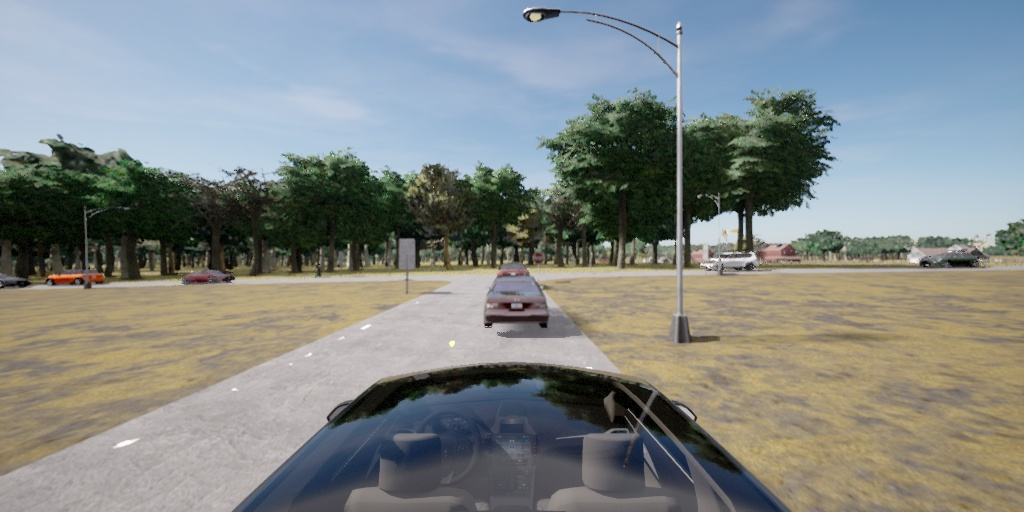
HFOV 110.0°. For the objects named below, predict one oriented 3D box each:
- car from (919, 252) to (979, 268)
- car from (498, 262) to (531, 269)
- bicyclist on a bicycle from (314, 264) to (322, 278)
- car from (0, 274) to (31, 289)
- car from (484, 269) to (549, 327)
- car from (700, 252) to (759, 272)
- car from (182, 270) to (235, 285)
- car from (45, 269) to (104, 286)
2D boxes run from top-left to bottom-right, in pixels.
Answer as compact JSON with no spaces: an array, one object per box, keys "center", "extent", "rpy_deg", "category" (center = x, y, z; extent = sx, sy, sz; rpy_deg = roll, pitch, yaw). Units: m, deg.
[{"center":[46.919,0.392,38.576],"extent":[4.553,1.767,2.097],"rpy_deg":[-1,1,0],"category":"car"},{"center":[0.133,1.163,23.403],"extent":[2.097,1.767,4.553],"rpy_deg":[0,0,1],"category":"car"},{"center":[-22.639,1.742,41.774],"extent":[0.582,1.620,1.656],"rpy_deg":[-1,0,0],"category":"bicyclist on a bicycle"},{"center":[-51.517,2.549,35.939],"extent":[4.892,1.490,1.837],"rpy_deg":[-2,1,0],"category":"car"},{"center":[0.095,1.313,11.568],"extent":[2.033,1.411,5.357],"rpy_deg":[0,0,0],"category":"car"},{"center":[23.431,0.613,38.687],"extent":[5.566,2.045,2.150],"rpy_deg":[-1,1,-1],"category":"car"},{"center":[-30.258,2.069,35.817],"extent":[4.181,1.385,1.994],"rpy_deg":[-1,1,0],"category":"car"},{"center":[-47.264,2.252,38.735],"extent":[4.553,1.767,2.097],"rpy_deg":[-1,1,0],"category":"car"}]
